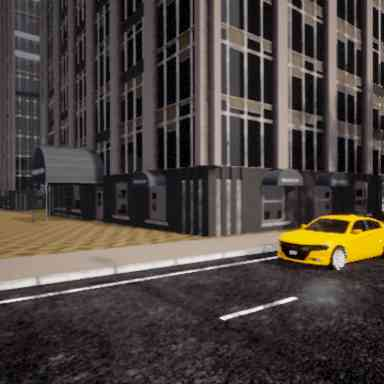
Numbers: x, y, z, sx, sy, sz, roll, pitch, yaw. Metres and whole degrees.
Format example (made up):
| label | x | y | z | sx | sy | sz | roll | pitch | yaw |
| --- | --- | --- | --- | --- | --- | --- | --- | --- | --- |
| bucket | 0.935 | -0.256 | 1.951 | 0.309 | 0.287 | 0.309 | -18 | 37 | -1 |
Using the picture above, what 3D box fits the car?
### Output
| label | x | y | z | sx | sy | sz | roll | pitch | yaw |
| --- | --- | --- | --- | --- | --- | --- | --- | --- | --- |
| car | 5.012 | 1.533 | 11.256 | 5.008 | 1.535 | 1.882 | 1 | 0 | -36 |
